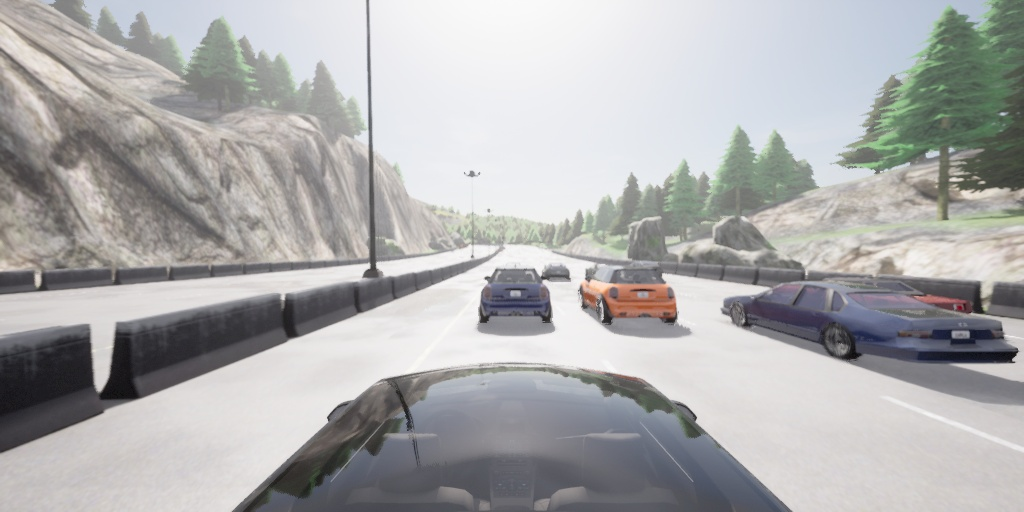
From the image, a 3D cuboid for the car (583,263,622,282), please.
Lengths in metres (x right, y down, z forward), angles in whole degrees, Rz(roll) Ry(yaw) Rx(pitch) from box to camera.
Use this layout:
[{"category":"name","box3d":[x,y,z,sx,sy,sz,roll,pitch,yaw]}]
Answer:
[{"category":"car","box3d":[7.106,1.253,28.524,1.895,1.301,4.718,0,0,0]}]

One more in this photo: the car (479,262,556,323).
[{"category":"car","box3d":[0.102,1.081,12.200,2.097,1.767,4.553,0,0,0]}]

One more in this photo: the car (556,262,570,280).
[{"category":"car","box3d":[3.607,1.206,29.853,1.994,1.385,4.181,0,0,0]}]

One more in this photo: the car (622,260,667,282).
[{"category":"car","box3d":[10.606,1.152,29.164,1.837,1.490,4.892,0,0,0]}]

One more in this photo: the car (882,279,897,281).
[{"category":"car","box3d":[10.603,1.332,11.281,1.895,1.301,4.718,0,0,0]}]

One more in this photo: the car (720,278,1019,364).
[{"category":"car","box3d":[7.102,1.284,8.186,2.033,1.411,5.357,0,0,0]}]

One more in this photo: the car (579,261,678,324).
[{"category":"car","box3d":[3.602,1.081,11.981,2.097,1.767,4.553,0,0,0]}]
